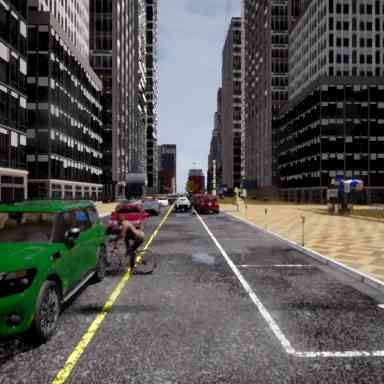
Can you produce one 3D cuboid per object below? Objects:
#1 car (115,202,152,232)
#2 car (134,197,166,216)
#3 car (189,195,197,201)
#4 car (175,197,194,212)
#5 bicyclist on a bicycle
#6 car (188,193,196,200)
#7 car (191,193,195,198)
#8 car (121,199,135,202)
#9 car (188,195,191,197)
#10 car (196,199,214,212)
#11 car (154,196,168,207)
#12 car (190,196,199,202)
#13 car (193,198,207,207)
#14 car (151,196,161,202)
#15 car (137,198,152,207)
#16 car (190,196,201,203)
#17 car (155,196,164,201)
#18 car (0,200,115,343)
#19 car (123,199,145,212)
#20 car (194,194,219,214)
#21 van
[{"bbox_3d":[-3.650,1.528,19.533,1.812,1.442,4.674,0,0,-2],"label":"car"},{"bbox_3d":[-4.003,1.549,32.560,2.033,1.411,5.357,0,0,-1],"label":"car"},{"bbox_3d":[0.163,1.562,84.603,1.947,1.339,4.313,0,0,-2],"label":"car"},{"bbox_3d":[-1.038,1.602,38.734,1.895,1.301,4.718,0,0,-2],"label":"car"},{"bbox_3d":[-1.786,1.458,9.052,1.656,1.620,0.582,0,3,-3],"label":"bicyclist on a bicycle"},{"bbox_3d":[-0.004,1.310,90.139,2.192,1.841,5.009,0,0,-2],"label":"car"},{"bbox_3d":[1.342,1.316,45.846,2.192,1.841,5.009,0,0,-2],"label":"car"},{"bbox_3d":[-6.699,1.567,34.517,1.947,1.339,4.313,0,0,-2],"label":"car"},{"bbox_3d":[-1.338,1.526,48.582,1.812,1.442,4.674,0,0,-2],"label":"car"},{"bbox_3d":[1.509,1.546,40.308,1.887,1.381,4.507,0,0,-2],"label":"car"},{"bbox_3d":[-4.586,1.526,50.280,1.812,1.442,4.674,0,0,-2],"label":"car"},{"bbox_3d":[0.495,1.523,73.699,1.752,1.417,4.829,0,0,-2],"label":"car"},{"bbox_3d":[1.173,1.566,51.383,1.947,1.339,4.313,0,0,-2],"label":"car"},{"bbox_3d":[-7.876,1.580,73.274,1.802,1.307,4.206,0,0,-2],"label":"car"},{"bbox_3d":[-7.203,1.582,51.127,1.802,1.307,4.206,0,0,-2],"label":"car"},{"bbox_3d":[0.668,1.549,67.993,2.008,1.369,4.403,0,0,-2],"label":"car"},{"bbox_3d":[-8.213,1.578,84.348,1.802,1.307,4.206,0,0,-2],"label":"car"},{"bbox_3d":[-3.269,1.225,6.771,2.150,2.045,5.566,0,0,-2],"label":"car"},{"bbox_3d":[-6.867,1.552,40.053,2.008,1.369,4.403,0,0,-2],"label":"car"},{"bbox_3d":[1.678,1.317,34.772,2.192,1.841,5.009,0,0,-2],"label":"car"},{"bbox_3d":[-6.193,1.342,17.907,1.690,1.788,3.998,0,0,-2],"label":"van"}]
